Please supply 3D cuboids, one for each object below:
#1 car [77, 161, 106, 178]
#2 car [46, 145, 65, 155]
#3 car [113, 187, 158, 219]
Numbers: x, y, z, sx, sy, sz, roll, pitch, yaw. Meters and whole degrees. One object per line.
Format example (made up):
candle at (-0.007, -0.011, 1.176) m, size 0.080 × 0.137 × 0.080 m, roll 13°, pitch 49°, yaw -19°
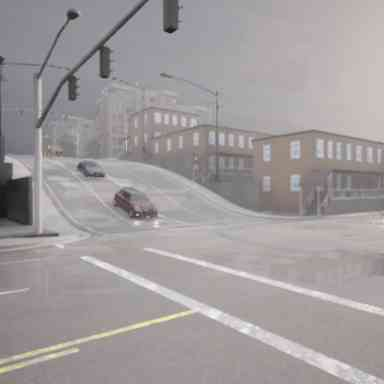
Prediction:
car at (-10.540, -2.454, 34.807) m, size 1.994 × 1.385 × 4.181 m, roll 0°, pitch 17°, yaw -36°
car at (-19.477, -5.890, 47.266) m, size 1.882 × 1.535 × 5.008 m, roll 0°, pitch 8°, yaw -35°
car at (-4.524, 0.756, 26.735) m, size 2.097 × 1.767 × 4.553 m, roll 0°, pitch 15°, yaw -37°
